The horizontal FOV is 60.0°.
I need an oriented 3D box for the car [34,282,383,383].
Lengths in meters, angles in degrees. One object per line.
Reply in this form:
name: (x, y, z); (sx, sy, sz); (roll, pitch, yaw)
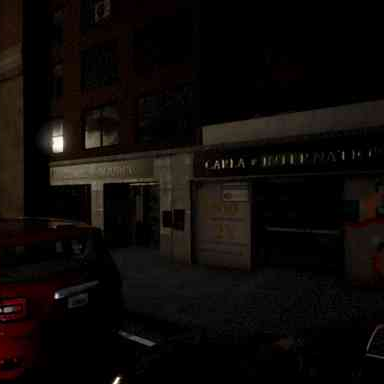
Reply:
car: (1.232, 1.551, 1.976); (4.403, 1.369, 2.008); (0, -1, 35)

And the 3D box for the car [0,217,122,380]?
car: (-3.230, 1.318, 5.161); (5.009, 1.841, 2.192); (0, -1, 35)
